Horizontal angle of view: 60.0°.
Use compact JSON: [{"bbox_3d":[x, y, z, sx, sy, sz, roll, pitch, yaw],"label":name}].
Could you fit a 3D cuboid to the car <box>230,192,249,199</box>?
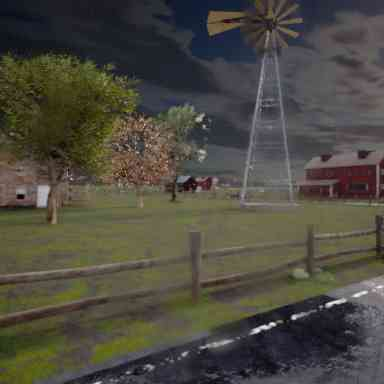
[{"bbox_3d":[10.409,0.708,72.507,2.128,1.511,4.902,1,0,-35],"label":"car"}]
